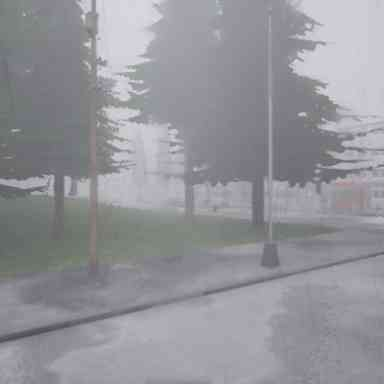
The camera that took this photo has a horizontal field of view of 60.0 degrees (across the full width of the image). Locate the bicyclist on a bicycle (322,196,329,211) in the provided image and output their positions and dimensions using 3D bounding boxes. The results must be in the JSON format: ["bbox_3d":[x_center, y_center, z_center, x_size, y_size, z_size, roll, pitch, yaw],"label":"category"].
[{"bbox_3d":[14.509,1.284,36.397,1.656,1.620,0.582,0,0,-36],"label":"bicyclist on a bicycle"}]

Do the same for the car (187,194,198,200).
[{"bbox_3d":[0.117,1.326,90.385,1.845,1.501,3.633,0,0,-24],"label":"car"}]

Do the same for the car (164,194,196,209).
[{"bbox_3d":[-1.956,1.456,45.045,1.837,1.490,4.892,0,0,-35],"label":"car"}]

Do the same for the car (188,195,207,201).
[{"bbox_3d":[1.462,1.570,87.909,4.974,1.542,2.038,0,0,-6],"label":"car"}]
